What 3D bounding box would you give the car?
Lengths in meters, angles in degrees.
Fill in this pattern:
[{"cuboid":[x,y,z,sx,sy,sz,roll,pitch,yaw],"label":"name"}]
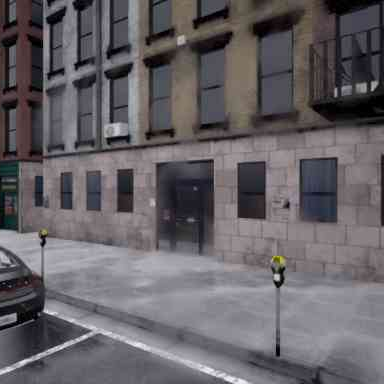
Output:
[{"cuboid":[-4.360,1.550,5.909,4.403,1.369,2.008,0,0,35],"label":"car"}]
